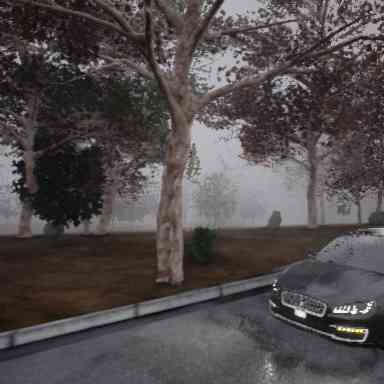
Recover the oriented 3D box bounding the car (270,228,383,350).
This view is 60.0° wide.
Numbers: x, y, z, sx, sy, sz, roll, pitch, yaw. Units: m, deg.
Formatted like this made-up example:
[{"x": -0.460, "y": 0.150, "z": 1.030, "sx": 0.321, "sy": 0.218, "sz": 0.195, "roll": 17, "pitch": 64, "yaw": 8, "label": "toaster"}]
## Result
[{"x": 3.538, "y": 1.488, "z": 6.186, "sx": 4.892, "sy": 1.490, "sz": 1.837, "roll": 0, "pitch": 0, "yaw": -35, "label": "car"}]
